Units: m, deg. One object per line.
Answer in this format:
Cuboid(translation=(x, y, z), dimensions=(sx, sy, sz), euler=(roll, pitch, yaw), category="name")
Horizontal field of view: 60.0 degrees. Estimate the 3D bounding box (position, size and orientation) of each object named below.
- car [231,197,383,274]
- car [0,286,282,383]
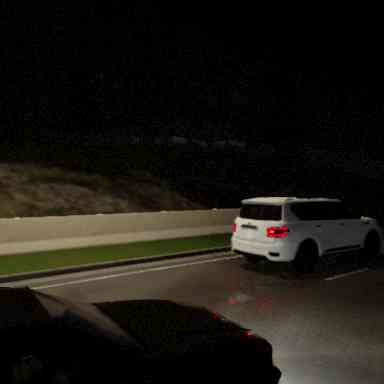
Cuboid(translation=(3.781, 1.173, 10.605), dimensions=(5.566, 2.045, 2.150), euler=(-1, 0, -34), category="car")
Cuboid(translation=(-1.724, 1.548, 2.511), dimensions=(5.357, 1.411, 2.033), euler=(0, 0, -35), category="car")
